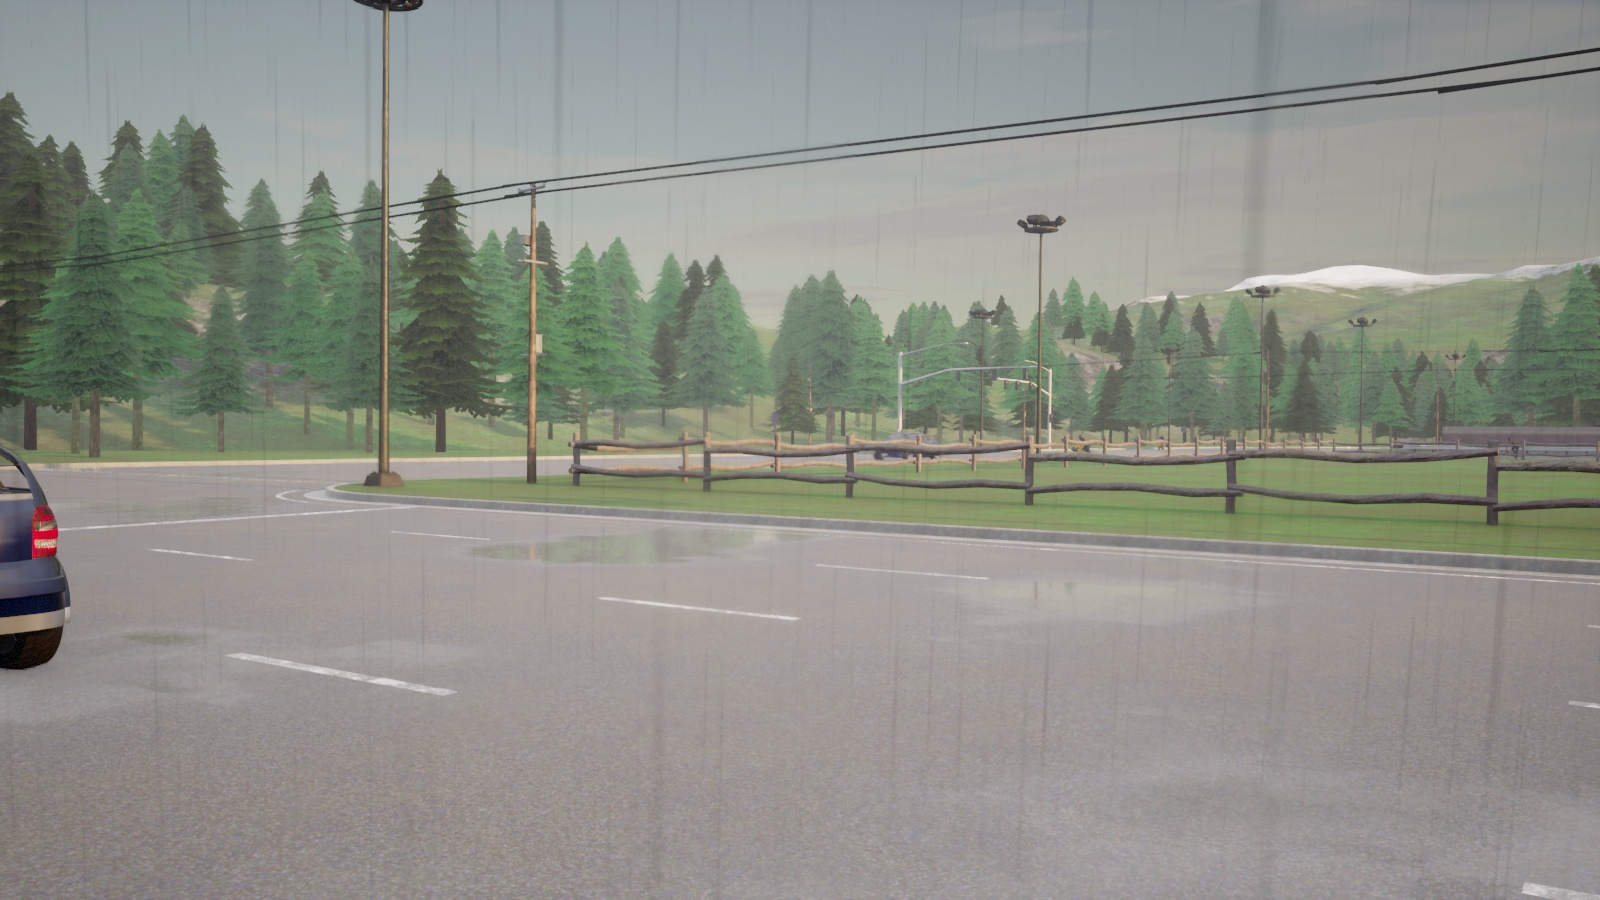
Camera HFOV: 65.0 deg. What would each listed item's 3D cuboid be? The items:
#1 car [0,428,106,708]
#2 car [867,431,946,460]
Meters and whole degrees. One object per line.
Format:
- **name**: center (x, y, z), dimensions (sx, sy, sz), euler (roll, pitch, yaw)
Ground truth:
- **car**: center (-6.158, 0.659, 7.713), dimensions (3.705, 1.549, 1.789), euler (0, 1, 34)
- **car**: center (5.758, -0.250, 67.624), dimensions (2.163, 1.488, 4.792), euler (0, 1, 34)
